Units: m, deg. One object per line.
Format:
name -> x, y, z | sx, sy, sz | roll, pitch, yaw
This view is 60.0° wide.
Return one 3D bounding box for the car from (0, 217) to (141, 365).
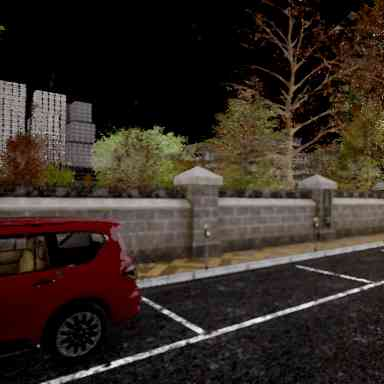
car -> -3.102, 1.315, 4.335 | 5.009, 1.841, 2.192 | 1, 0, -36
